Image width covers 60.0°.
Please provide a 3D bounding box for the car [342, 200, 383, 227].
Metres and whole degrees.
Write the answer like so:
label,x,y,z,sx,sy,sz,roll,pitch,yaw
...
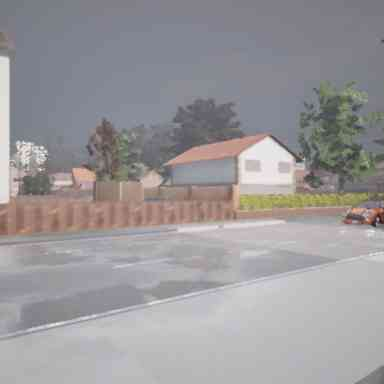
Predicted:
label,x,y,z,sx,sy,sz,roll,pitch,yaw
car,12.190,1.340,22.510,4.553,1.767,2.097,0,0,-35
